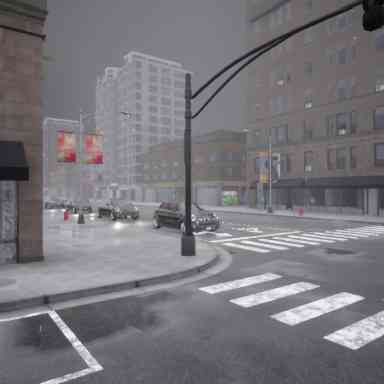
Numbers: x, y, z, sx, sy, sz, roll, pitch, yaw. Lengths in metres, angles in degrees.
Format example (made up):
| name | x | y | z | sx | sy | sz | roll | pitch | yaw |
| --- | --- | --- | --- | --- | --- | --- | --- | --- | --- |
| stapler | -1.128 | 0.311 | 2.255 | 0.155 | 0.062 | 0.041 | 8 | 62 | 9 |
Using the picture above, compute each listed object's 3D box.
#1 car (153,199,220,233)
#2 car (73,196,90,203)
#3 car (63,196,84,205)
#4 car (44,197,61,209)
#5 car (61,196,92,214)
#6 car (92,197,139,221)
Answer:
| name | x | y | z | sx | sy | sz | roll | pitch | yaw |
| --- | --- | --- | --- | --- | --- | --- | --- | --- | --- |
| car | -0.431 | 1.333 | 19.337 | 2.097 | 1.767 | 4.553 | 0 | 0 | -36 |
| car | -22.109 | 1.455 | 66.324 | 1.994 | 1.385 | 4.181 | 0 | 0 | -36 |
| car | -21.319 | 1.453 | 59.697 | 2.033 | 1.411 | 5.357 | 0 | 0 | -36 |
| car | -18.225 | 1.441 | 44.045 | 1.837 | 1.490 | 4.892 | 0 | 0 | -35 |
| car | -12.168 | 1.456 | 35.595 | 1.837 | 1.490 | 4.892 | 0 | 0 | -36 |
| car | -6.112 | 1.319 | 27.199 | 2.097 | 1.767 | 4.553 | 0 | 0 | -36 |
